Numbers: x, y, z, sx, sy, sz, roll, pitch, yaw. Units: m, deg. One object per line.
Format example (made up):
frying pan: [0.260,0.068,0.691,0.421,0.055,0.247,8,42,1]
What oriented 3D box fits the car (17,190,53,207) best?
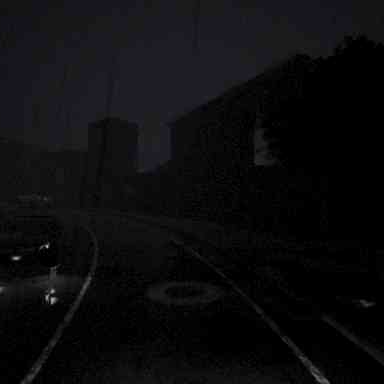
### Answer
car: [-18.273,0.764,38.675,5.566,2.045,2.150,2,-2,41]

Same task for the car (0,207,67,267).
car: [-5.279,1.461,11.100,1.812,1.442,4.674,1,0,-15]
